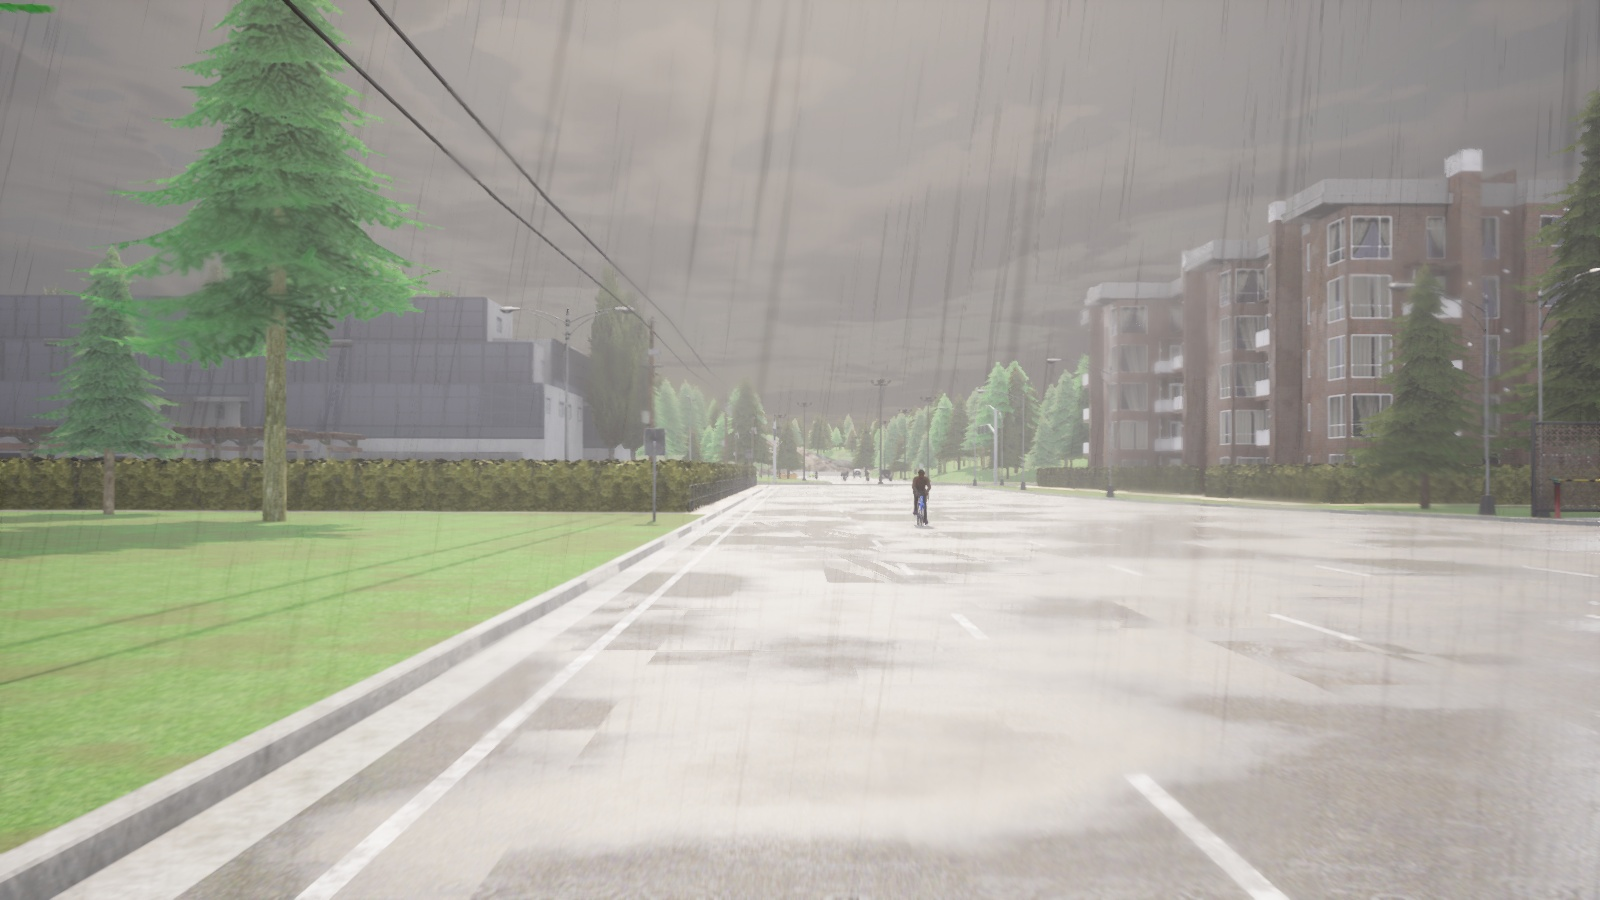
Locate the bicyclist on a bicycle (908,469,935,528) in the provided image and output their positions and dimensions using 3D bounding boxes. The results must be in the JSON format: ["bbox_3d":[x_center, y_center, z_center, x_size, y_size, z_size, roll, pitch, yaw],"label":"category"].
[{"bbox_3d":[3.415,1.346,35.366,0.582,1.620,1.656,0,-1,0],"label":"bicyclist on a bicycle"}]
